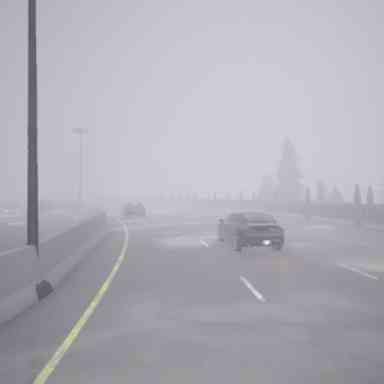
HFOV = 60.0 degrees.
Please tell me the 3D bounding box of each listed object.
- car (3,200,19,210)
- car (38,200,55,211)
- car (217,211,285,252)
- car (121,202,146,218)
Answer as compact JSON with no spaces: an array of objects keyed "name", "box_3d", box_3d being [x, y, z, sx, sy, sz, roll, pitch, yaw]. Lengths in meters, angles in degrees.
[{"name":"car","box_3d":[-29.368,2.087,53.992,1.837,1.490,4.892,0,-1,-37]},{"name":"car","box_3d":[-21.313,1.966,48.459,1.837,1.490,4.892,0,0,-32]},{"name":"car","box_3d":[2.369,1.577,14.369,1.837,1.490,4.892,0,0,-8]},{"name":"car","box_3d":[-5.796,1.725,32.686,2.128,1.511,4.902,0,0,-19]}]
